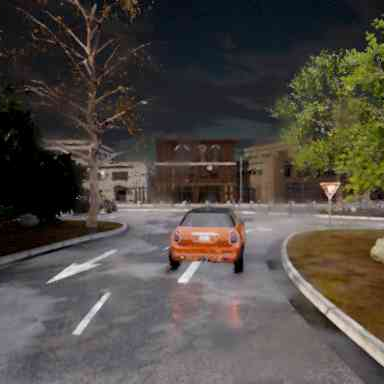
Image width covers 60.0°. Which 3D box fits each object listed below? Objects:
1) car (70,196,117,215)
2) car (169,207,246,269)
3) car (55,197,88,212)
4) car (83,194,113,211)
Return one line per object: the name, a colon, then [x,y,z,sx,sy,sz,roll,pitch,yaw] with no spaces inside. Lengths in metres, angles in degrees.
car: [-9.681,1.373,31.536,5.008,1.535,1.882,-1,0,2]
car: [0.705,1.267,11.098,2.097,1.767,4.553,0,0,10]
car: [-13.960,1.411,38.877,2.097,1.535,5.008,-1,0,-1]
car: [-10.927,1.226,38.883,2.185,1.767,4.553,-1,0,-1]
